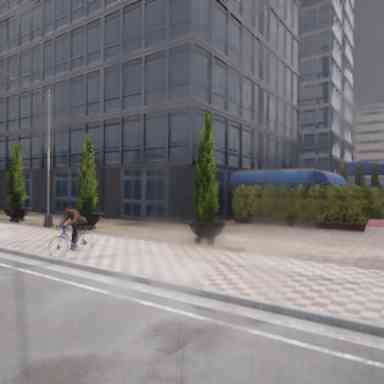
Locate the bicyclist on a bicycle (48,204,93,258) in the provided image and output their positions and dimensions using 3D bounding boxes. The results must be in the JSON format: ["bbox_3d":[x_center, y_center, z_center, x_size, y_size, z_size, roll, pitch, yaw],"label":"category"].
[{"bbox_3d":[-3.780,1.206,10.497,0.582,1.620,1.656,1,1,34],"label":"bicyclist on a bicycle"}]
